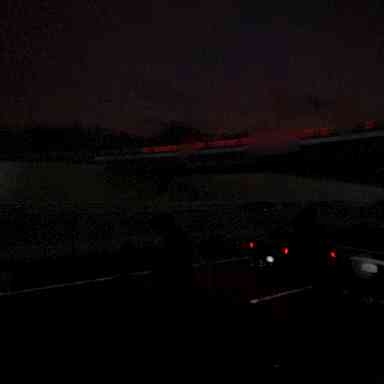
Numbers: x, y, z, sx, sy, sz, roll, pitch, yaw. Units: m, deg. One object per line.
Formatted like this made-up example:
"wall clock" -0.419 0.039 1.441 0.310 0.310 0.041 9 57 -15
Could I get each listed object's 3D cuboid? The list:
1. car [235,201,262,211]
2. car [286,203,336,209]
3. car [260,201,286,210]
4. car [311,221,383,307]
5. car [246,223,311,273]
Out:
"car" 6.641 1.694 34.521 4.892 1.490 1.837 1 0 -35
"car" 10.714 1.694 28.828 4.892 1.490 1.837 1 0 -35
"car" 9.107 1.794 31.982 4.718 1.301 1.895 1 0 -35
"car" 4.949 1.413 7.276 4.553 1.767 2.097 1 0 -36
"car" 4.074 1.672 10.951 4.718 1.301 1.895 1 0 -35
